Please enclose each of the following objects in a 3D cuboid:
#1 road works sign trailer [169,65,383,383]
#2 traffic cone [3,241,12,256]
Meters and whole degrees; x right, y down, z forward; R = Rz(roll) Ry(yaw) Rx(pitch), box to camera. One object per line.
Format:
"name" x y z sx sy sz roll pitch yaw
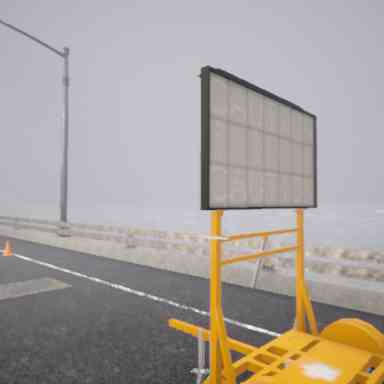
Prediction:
"road works sign trailer" 0.738 0.601 3.992 2.880 3.560 2.380 -1 -2 43
"traffic cone" -7.718 2.358 13.939 0.340 0.580 0.340 -1 -2 43
